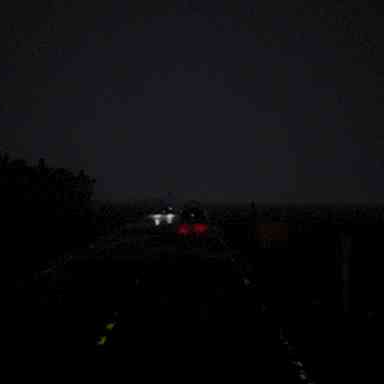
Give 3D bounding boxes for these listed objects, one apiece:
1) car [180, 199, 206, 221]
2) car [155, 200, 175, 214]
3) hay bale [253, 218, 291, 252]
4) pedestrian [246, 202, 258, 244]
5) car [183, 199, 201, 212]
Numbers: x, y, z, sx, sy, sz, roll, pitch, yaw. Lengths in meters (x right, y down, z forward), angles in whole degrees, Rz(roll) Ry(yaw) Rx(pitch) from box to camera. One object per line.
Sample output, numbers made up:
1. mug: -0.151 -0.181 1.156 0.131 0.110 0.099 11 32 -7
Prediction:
1. car: 0.058 1.512 26.938 2.128 1.511 4.902 0 0 0
2. car: -2.843 1.580 36.188 2.033 1.411 5.357 0 0 0
3. hay bale: 3.130 1.662 13.147 1.220 1.180 1.240 0 0 0
4. pedestrian: 2.671 1.309 14.239 0.375 1.860 0.375 0 0 -2
5. car: 0.055 1.587 41.056 2.033 1.411 5.357 0 0 0
